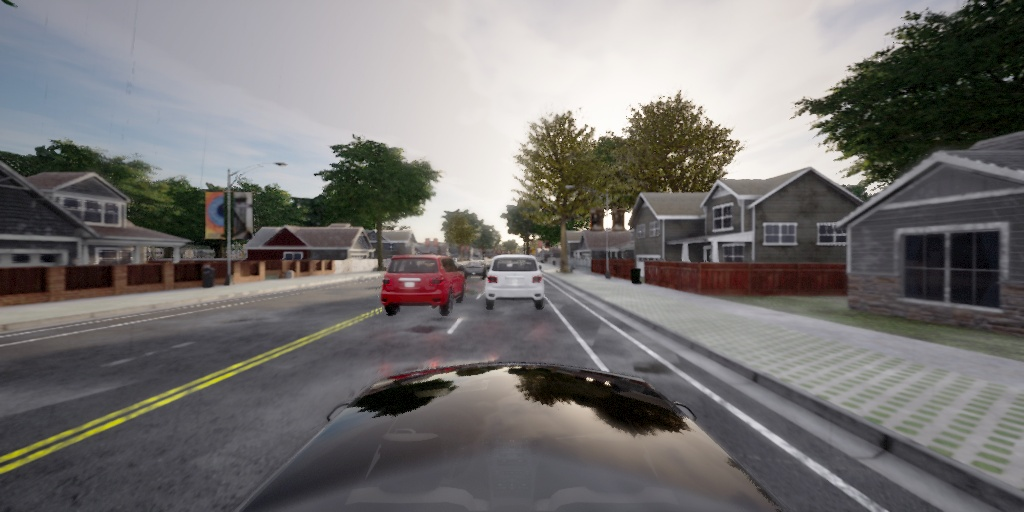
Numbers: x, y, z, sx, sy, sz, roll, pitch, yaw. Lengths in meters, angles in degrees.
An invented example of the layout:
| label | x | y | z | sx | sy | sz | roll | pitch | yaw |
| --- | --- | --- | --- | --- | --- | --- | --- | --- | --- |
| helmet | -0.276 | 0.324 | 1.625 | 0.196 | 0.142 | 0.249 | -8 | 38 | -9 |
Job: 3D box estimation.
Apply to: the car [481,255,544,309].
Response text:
| label | x | y | z | sx | sy | sz | roll | pitch | yaw |
| --- | --- | --- | --- | --- | --- | --- | --- | --- | --- |
| car | 0.098 | 0.974 | 15.060 | 2.150 | 2.045 | 5.566 | 0 | 0 | 0 |

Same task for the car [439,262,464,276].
| label | x | y | z | sx | sy | sz | roll | pitch | yaw |
| --- | --- | --- | --- | --- | --- | --- | --- | --- | --- |
| car | -6.573 | 1.336 | 39.133 | 1.994 | 1.385 | 4.181 | 0 | 0 | 0 |

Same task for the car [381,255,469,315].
| label | x | y | z | sx | sy | sz | roll | pitch | yaw |
| --- | --- | --- | --- | --- | --- | --- | --- | --- | --- |
| car | -3.151 | 0.974 | 13.729 | 2.150 | 2.045 | 5.566 | 0 | 0 | 0 |

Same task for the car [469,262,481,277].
| label | x | y | z | sx | sy | sz | roll | pitch | yaw |
| --- | --- | --- | --- | --- | --- | --- | --- | --- | --- |
| car | -3.155 | 1.256 | 32.116 | 2.128 | 1.511 | 4.902 | 0 | 0 | 0 |
